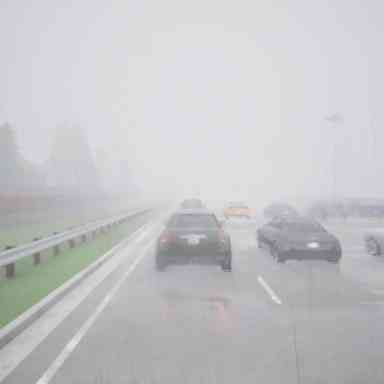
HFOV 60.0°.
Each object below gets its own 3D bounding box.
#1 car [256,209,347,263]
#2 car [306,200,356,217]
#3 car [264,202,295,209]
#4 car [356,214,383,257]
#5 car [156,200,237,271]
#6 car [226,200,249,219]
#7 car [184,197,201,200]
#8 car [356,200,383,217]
[{"bbox_3d":[3.563,1.526,11.768,1.994,1.385,4.181,0,0,0],"label":"car"},{"bbox_3d":[10.551,1.407,26.302,2.128,1.511,4.902,0,0,0],"label":"car"},{"bbox_3d":[7.053,1.477,26.810,1.994,1.385,4.181,0,0,0],"label":"car"},{"bbox_3d":[7.055,1.569,9.862,1.895,1.301,4.718,0,0,0],"label":"car"},{"bbox_3d":[0.059,1.316,10.921,2.097,1.767,4.553,0,0,0],"label":"car"},{"bbox_3d":[3.559,1.388,27.834,1.882,1.535,5.008,0,0,0],"label":"car"},{"bbox_3d":[0.050,1.267,25.978,2.097,1.767,4.553,0,0,0],"label":"car"},{"bbox_3d":[14.058,1.388,27.839,1.882,1.535,5.008,0,0,0],"label":"car"}]
